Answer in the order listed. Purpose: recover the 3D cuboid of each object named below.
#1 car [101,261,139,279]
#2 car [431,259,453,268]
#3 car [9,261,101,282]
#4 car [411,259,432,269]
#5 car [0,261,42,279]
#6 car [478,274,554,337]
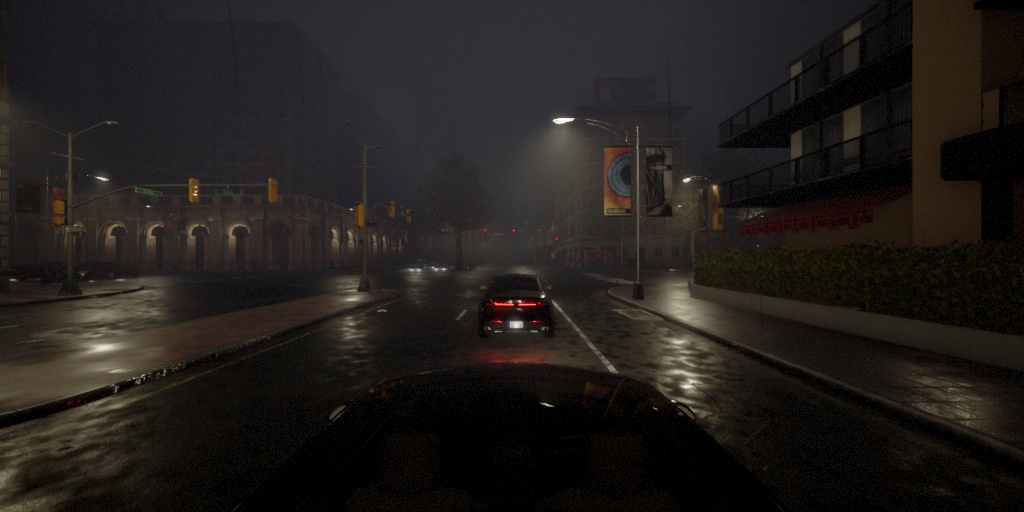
[{"bbox_3d":[-36.674,1.228,32.310,5.008,1.535,1.882,0,0,0],"label":"car"},{"bbox_3d":[-11.352,1.314,58.657,1.994,1.385,4.181,0,0,0],"label":"car"},{"bbox_3d":[-36.930,1.241,28.810,4.902,1.511,2.128,0,0,0],"label":"car"},{"bbox_3d":[-14.857,1.241,57.885,2.128,1.511,4.902,0,0,0],"label":"car"},{"bbox_3d":[-46.128,1.228,32.330,5.008,1.535,1.882,0,0,0],"label":"car"},{"bbox_3d":[0.109,1.255,10.259,1.837,1.490,4.892,0,0,0],"label":"car"}]
